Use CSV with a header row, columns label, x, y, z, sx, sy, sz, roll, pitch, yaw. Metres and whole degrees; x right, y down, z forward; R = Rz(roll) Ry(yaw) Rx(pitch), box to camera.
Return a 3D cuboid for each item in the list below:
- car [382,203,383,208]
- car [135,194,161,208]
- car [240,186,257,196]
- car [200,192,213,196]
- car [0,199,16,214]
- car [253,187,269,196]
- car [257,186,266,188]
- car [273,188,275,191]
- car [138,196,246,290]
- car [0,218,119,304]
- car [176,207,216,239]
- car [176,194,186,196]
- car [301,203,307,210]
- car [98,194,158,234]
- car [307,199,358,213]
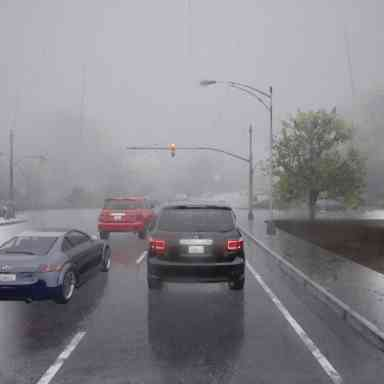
label,x,y,z,sx,sy,sz,roll,pitch,yaw
car,25.878,1.350,40.508,4.892,1.490,1.837,-2,0,3
car,-6.674,1.364,51.640,2.150,2.045,5.566,0,0,13
car,13.966,0.093,84.502,2.097,1.767,4.553,0,3,33
car,3.391,0.813,79.821,2.128,1.511,4.902,0,3,25
car,-22.427,1.741,36.059,4.902,1.511,2.128,-1,0,2
car,17.535,0.264,83.629,1.895,1.301,4.718,0,3,33
car,19.646,-0.763,93.035,2.150,2.045,5.566,0,3,38
car,23.244,-0.477,92.014,2.033,1.411,5.357,0,3,38
car,0.103,1.234,9.233,2.150,2.045,5.566,0,0,0
car,-3.405,1.574,8.230,1.994,1.385,4.181,0,0,2
car,0.249,1.605,18.461,1.994,1.385,4.181,0,0,2
car,-2.424,1.274,66.299,2.097,1.767,4.553,0,2,20
car,16.084,1.549,41.070,4.902,1.511,2.128,-1,0,3
car,-3.282,1.260,17.632,2.150,2.045,5.566,0,0,1
car,15.977,1.646,37.570,4.718,1.301,1.895,-1,0,3
